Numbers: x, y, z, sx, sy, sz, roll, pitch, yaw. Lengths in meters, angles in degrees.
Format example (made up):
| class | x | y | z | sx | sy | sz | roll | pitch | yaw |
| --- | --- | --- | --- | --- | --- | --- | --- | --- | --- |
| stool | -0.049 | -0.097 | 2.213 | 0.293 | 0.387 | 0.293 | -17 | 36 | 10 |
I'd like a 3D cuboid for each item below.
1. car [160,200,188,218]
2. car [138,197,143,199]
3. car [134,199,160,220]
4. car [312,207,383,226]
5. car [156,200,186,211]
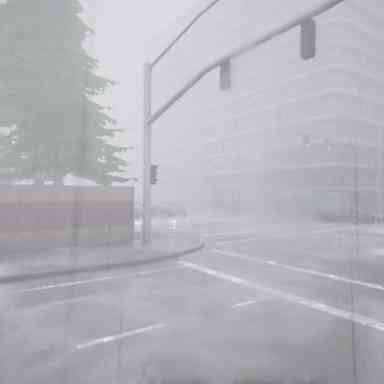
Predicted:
| class | x | y | z | sx | sy | sz | roll | pitch | yaw |
| --- | --- | --- | --- | --- | --- | --- | --- | --- | --- |
| car | -2.210 | 1.675 | 31.849 | 1.812 | 1.442 | 4.674 | 0 | 0 | -35 |
| car | -12.518 | 1.840 | 88.640 | 4.181 | 1.385 | 1.994 | 0 | 0 | -35 |
| car | -5.062 | 1.655 | 29.820 | 1.812 | 1.442 | 4.674 | 0 | 0 | -35 |
| car | 11.399 | 1.778 | 24.782 | 1.895 | 1.301 | 4.718 | 0 | -1 | -35 |
| car | -2.931 | 1.793 | 45.201 | 1.895 | 1.301 | 4.718 | 0 | 0 | -35 |
